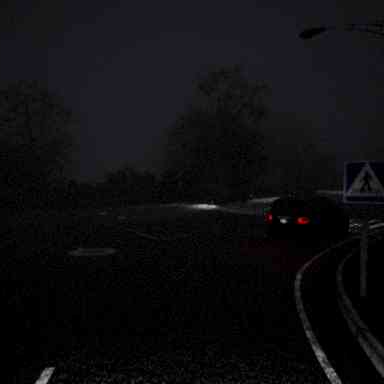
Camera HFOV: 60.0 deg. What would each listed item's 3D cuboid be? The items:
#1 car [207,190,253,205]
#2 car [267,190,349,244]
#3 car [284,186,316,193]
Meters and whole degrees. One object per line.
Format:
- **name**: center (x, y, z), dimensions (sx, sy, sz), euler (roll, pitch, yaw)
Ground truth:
- **car**: center (4.128, 0.521, 35.354), dimensions (5.357, 1.411, 2.033), euler (-3, 4, -38)
- **car**: center (5.829, 1.211, 16.426), dimensions (2.150, 2.045, 5.566), euler (1, 4, 43)
- **car**: center (13.958, -0.051, 43.138), dimensions (4.718, 1.301, 1.895), euler (-4, 4, -38)
